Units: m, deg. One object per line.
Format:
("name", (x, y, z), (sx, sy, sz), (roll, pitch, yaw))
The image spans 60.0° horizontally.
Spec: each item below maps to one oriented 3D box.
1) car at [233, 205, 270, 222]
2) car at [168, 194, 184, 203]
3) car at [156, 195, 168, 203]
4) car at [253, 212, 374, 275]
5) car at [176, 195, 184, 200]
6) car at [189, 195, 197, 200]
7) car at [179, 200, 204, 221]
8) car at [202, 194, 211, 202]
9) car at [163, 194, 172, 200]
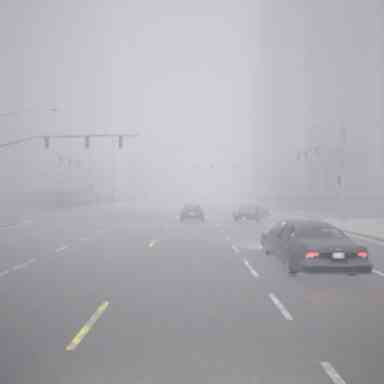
("car", (4.868, 1.664, 26.648), (1.895, 1.301, 4.718), (0, 0, 26))
("car", (-3.390, 1.398, 73.806), (2.150, 2.045, 5.566), (0, 0, 1))
("car", (-6.889, 1.726, 73.890), (1.994, 1.385, 4.181), (0, 0, 1))
("car", (3.518, 1.573, 10.467), (2.033, 1.411, 5.357), (0, 0, 0))
("car", (-3.144, 1.471, 89.500), (1.837, 1.490, 4.892), (0, 0, 1))
("car", (0.296, 1.722, 85.635), (2.128, 1.511, 4.902), (0, 0, 1))
("car", (-0.006, 1.630, 27.782), (1.994, 1.385, 4.181), (0, 0, 0))
("car", (3.789, 1.421, 85.198), (2.150, 2.045, 5.566), (0, 0, 1))
("car", (-6.644, 1.449, 89.555), (1.882, 1.535, 5.008), (0, 0, 1))
